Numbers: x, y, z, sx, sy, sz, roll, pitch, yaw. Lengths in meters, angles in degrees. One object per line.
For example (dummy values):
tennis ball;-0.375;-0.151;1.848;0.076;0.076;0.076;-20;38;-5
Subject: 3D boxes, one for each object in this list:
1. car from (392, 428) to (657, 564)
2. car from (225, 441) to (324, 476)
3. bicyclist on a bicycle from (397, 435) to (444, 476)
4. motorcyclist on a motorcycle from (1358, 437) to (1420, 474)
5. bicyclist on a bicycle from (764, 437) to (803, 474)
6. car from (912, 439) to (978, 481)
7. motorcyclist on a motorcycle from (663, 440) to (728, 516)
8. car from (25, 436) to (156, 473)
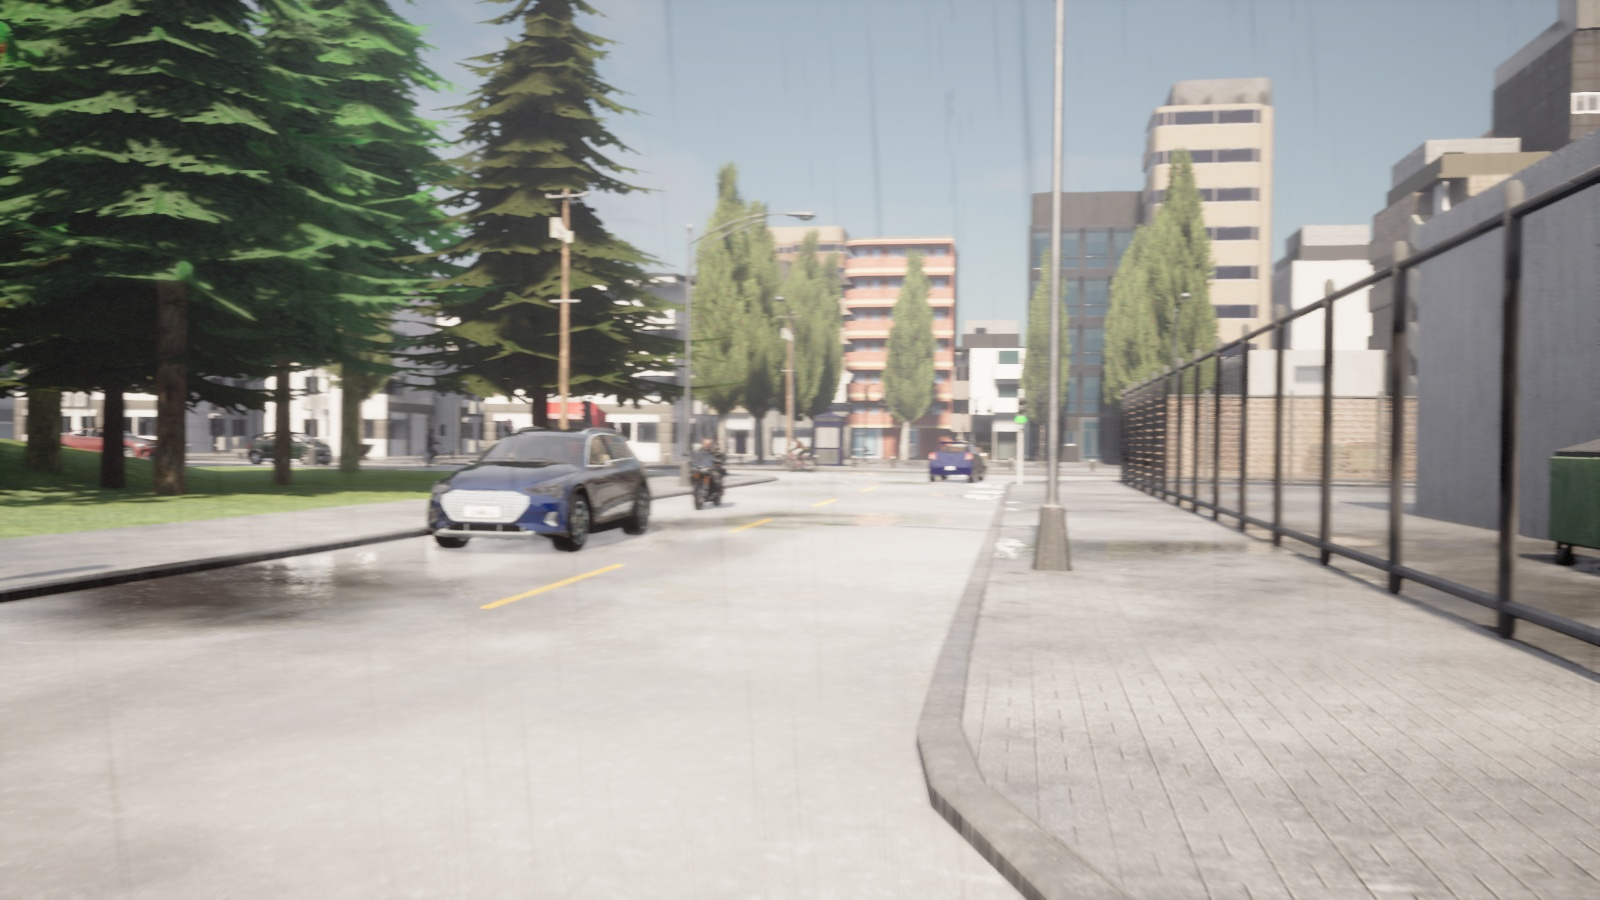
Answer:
car;-3.659;0.538;17.743;2.033;1.649;4.856;0;0;9
car;-23.543;0.368;56.333;3.705;1.549;1.789;0;0;9
bicyclist on a bicycle;-16.691;0.236;55.225;1.843;1.776;0.659;0;0;10
motorcyclist on a motorcycle;24.601;0.225;52.490;2.191;1.530;0.866;0;0;9
bicyclist on a bicycle;-0.746;0.233;56.313;1.656;1.620;0.582;0;1;18
car;5.415;0.343;46.653;1.845;1.501;3.633;0;0;16
motorcyclist on a motorcycle;-2.189;0.564;26.627;0.866;1.530;2.191;0;0;9
car;-32.641;0.200;57.834;5.027;1.651;2.152;0;0;9
